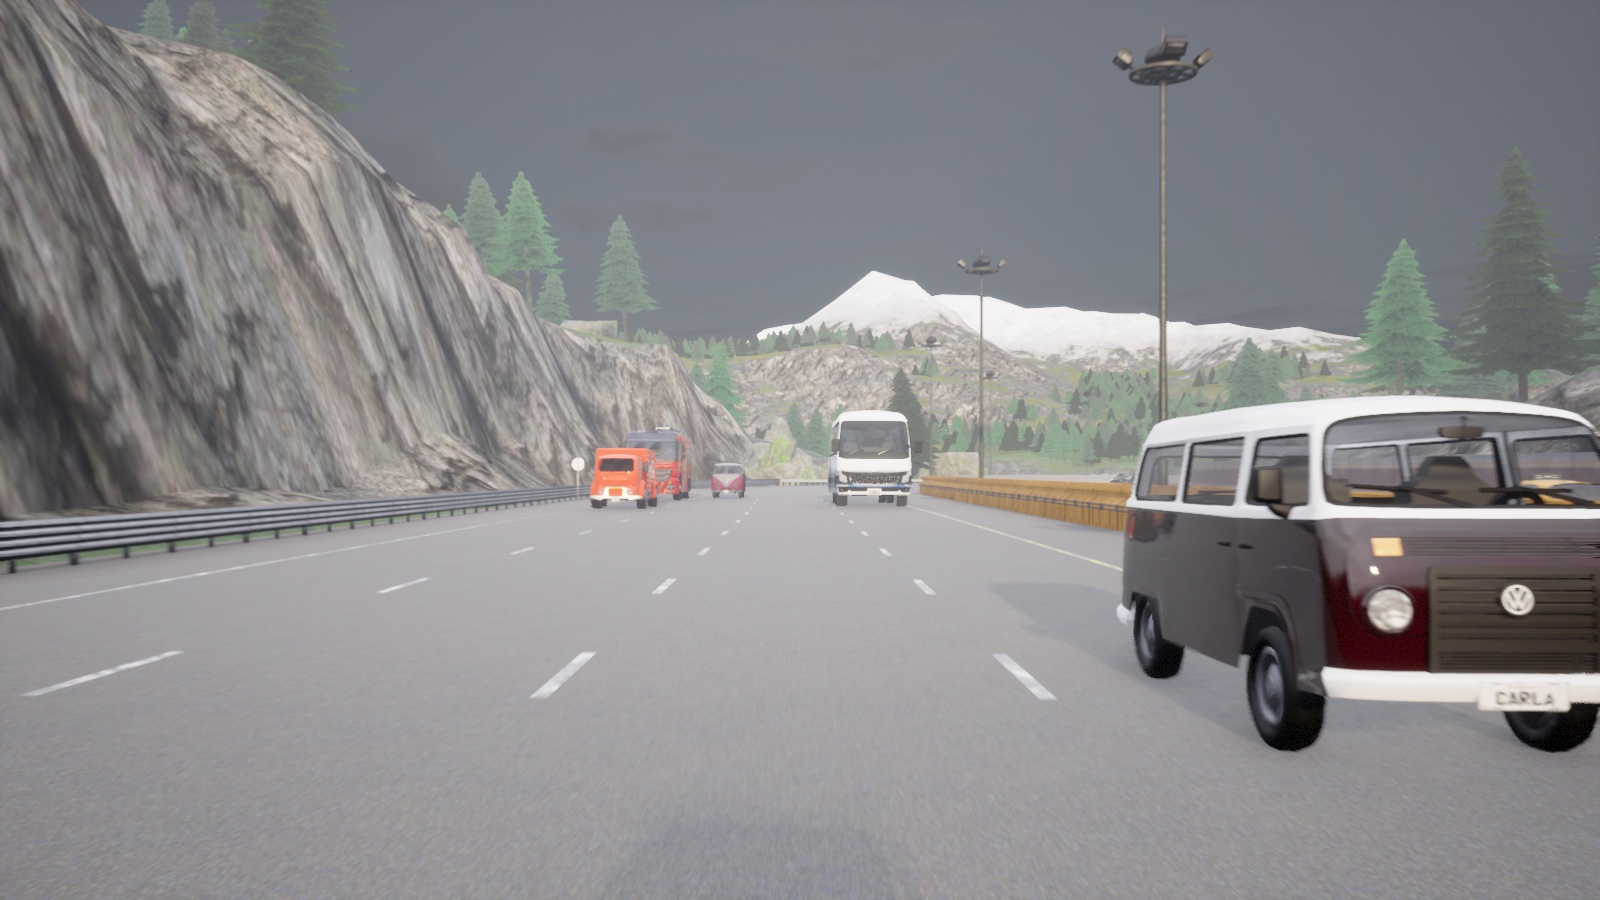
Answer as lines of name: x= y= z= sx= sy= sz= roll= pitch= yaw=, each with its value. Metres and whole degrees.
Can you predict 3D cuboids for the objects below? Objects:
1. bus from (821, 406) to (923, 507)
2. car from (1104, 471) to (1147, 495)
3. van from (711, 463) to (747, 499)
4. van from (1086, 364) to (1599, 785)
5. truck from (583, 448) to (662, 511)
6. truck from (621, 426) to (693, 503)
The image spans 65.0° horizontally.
bus: x=3.116 y=0.392 z=58.113 sx=3.944 sy=4.253 sz=10.273 roll=0 pitch=-1 yaw=-1
car: x=20.651 y=2.071 z=79.747 sx=1.816 sy=1.474 sz=4.193 roll=0 pitch=-1 yaw=3
van: x=-4.055 y=1.781 z=71.924 sx=1.775 sy=1.987 sz=4.442 roll=0 pitch=-1 yaw=0
van: x=3.467 y=0.669 z=8.358 sx=2.069 sy=2.038 sz=4.480 roll=0 pitch=-2 yaw=0
truck: x=-7.282 y=1.231 z=52.067 sx=2.627 sy=2.467 sz=5.204 roll=0 pitch=-1 yaw=-1
truck: x=-7.533 y=0.799 z=67.203 sx=2.891 sy=3.827 sz=8.468 roll=0 pitch=-1 yaw=0
